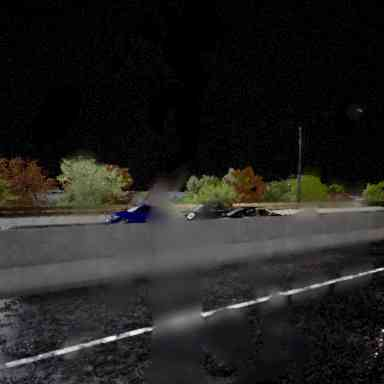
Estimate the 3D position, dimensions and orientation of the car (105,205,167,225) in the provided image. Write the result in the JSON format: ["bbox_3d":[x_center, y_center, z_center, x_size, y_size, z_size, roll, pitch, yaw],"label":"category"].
[{"bbox_3d":[-3.586,1.609,22.876,4.674,1.442,1.812,1,0,-35],"label":"car"}]

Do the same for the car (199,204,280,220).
[{"bbox_3d":[3.043,1.618,18.978,4.892,1.490,1.837,1,0,-35],"label":"car"}]

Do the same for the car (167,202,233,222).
[{"bbox_3d":[1.021,1.464,21.834,4.553,1.767,2.097,1,0,-35],"label":"car"}]
